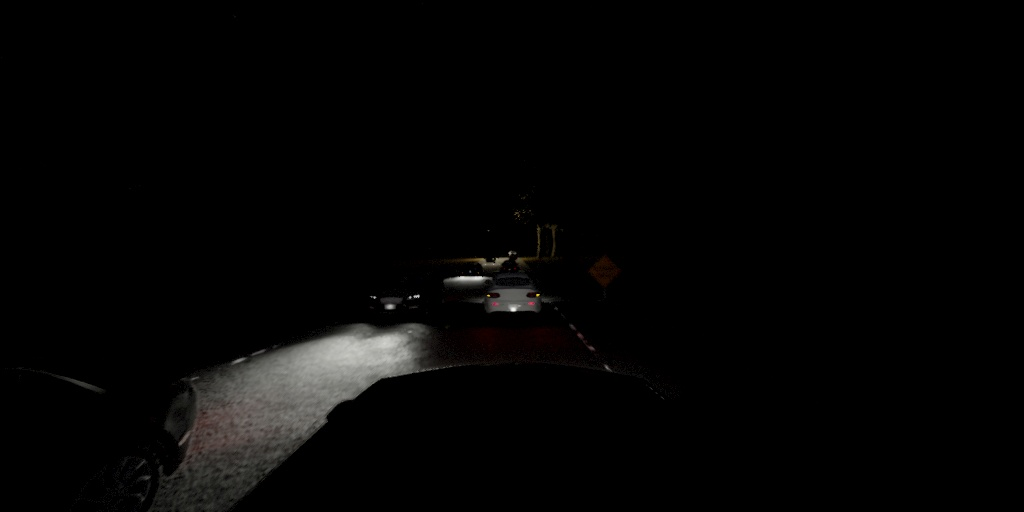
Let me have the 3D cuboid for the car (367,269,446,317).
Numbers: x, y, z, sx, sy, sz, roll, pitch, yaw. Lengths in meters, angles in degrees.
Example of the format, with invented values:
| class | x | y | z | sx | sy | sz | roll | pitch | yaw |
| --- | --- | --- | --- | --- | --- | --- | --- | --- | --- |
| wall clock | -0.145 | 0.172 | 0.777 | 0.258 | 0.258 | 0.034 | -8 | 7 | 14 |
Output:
| class | x | y | z | sx | sy | sz | roll | pitch | yaw |
| --- | --- | --- | --- | --- | --- | --- | --- | --- | --- |
| car | -3.690 | 1.248 | 13.258 | 2.128 | 1.511 | 4.902 | 0 | 0 | -1 |

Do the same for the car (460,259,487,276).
| class | x | y | z | sx | sy | sz | roll | pitch | yaw |
| --- | --- | --- | --- | --- | --- | --- | --- | --- | --- |
| car | -3.797 | 1.231 | 34.614 | 1.994 | 1.385 | 4.181 | 0 | 0 | 0 |

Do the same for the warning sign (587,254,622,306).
| class | x | y | z | sx | sy | sz | roll | pitch | yaw |
| --- | --- | --- | --- | --- | --- | --- | --- | --- | --- |
| warning sign | 3.460 | 0.846 | 13.429 | 1.300 | 1.860 | 1.060 | 0 | 0 | -1 |

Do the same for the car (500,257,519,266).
| class | x | y | z | sx | sy | sz | roll | pitch | yaw |
| --- | --- | --- | --- | --- | --- | --- | --- | --- | --- |
| car | -0.239 | 1.159 | 38.059 | 1.812 | 1.442 | 4.674 | 0 | 1 | 0 |

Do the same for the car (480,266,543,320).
| class | x | y | z | sx | sy | sz | roll | pitch | yaw |
| --- | --- | --- | --- | --- | --- | --- | --- | --- | --- |
| car | 0.017 | 1.271 | 12.577 | 1.812 | 1.442 | 4.674 | 0 | 0 | -1 |

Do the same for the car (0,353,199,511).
| class | x | y | z | sx | sy | sz | roll | pitch | yaw |
| --- | --- | --- | --- | --- | --- | --- | --- | --- | --- |
| car | -3.582 | 1.270 | 1.034 | 1.837 | 1.490 | 4.892 | 0 | 0 | -1 |
